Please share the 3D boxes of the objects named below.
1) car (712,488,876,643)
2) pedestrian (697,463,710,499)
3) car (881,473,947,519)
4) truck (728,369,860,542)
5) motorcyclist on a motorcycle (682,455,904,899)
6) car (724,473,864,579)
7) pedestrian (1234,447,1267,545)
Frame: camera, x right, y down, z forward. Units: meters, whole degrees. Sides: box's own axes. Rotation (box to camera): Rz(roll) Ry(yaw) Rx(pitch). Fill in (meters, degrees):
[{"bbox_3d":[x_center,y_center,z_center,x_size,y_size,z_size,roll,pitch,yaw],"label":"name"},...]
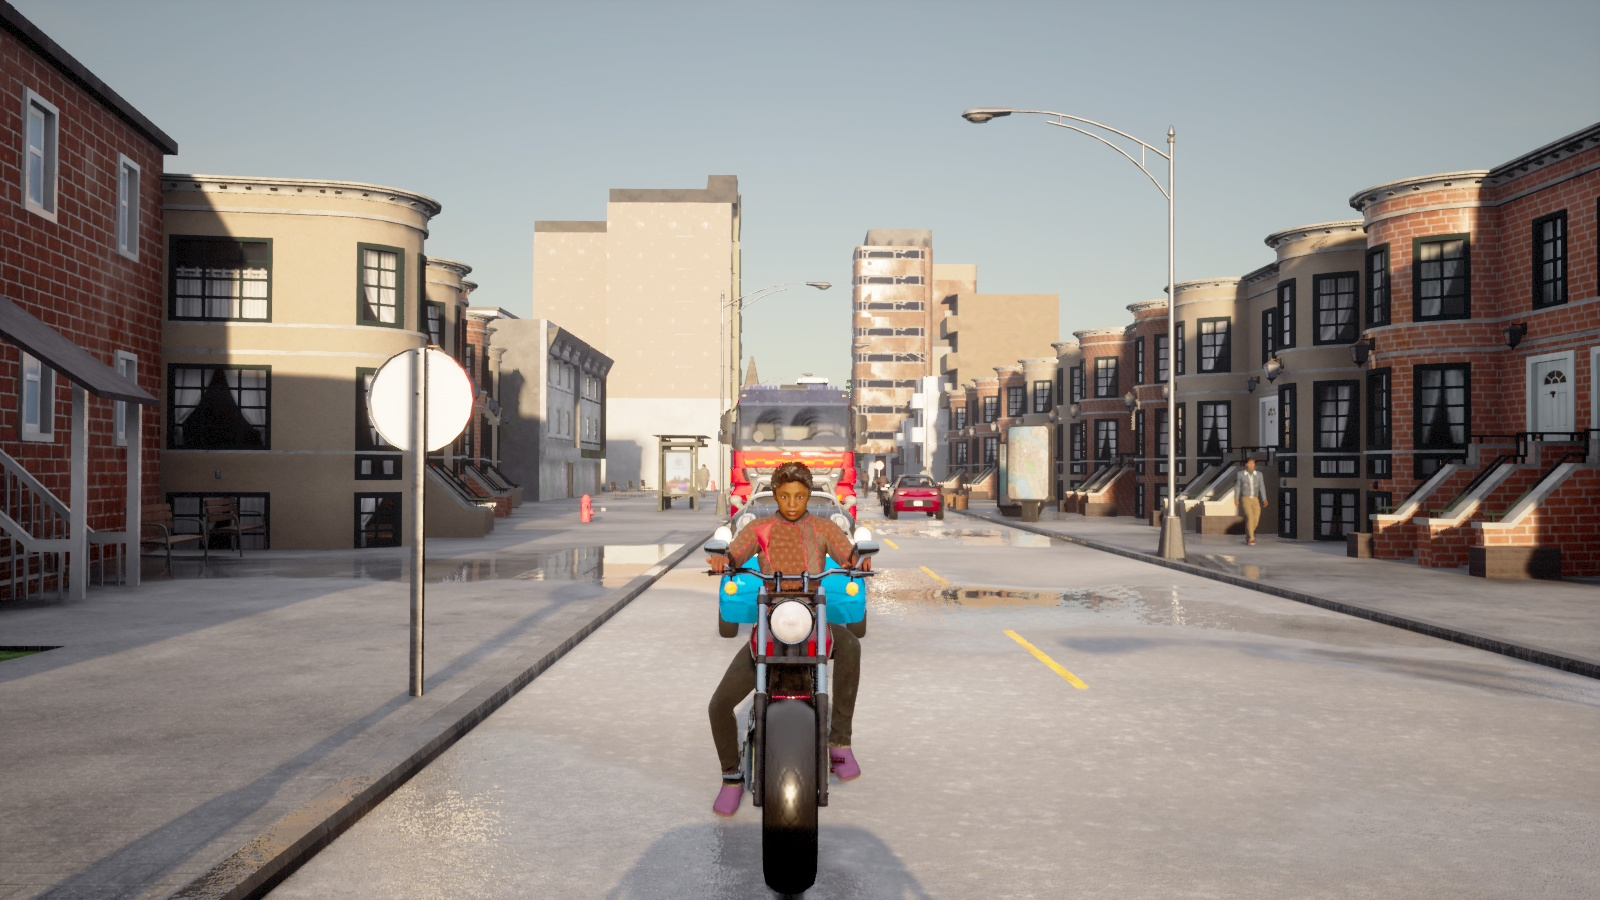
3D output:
[{"bbox_3d":[-0.062,1.078,12.451,1.481,1.376,2.207,0,-1,0],"label":"car"},{"bbox_3d":[-5.222,1.686,68.120,0.659,1.952,0.873,0,-1,0],"label":"pedestrian"},{"bbox_3d":[3.802,1.525,42.524,1.816,1.474,4.193,0,-1,0],"label":"car"},{"bbox_3d":[-0.156,0.186,31.991,2.891,3.827,8.468,0,-1,0],"label":"truck"},{"bbox_3d":[-0.031,0.858,5.541,0.766,1.649,2.350,0,-1,0],"label":"motorcyclist on a motorcycle"},{"bbox_3d":[-0.096,1.109,19.632,1.970,1.475,3.806,0,-1,0],"label":"car"},{"bbox_3d":[9.088,0.913,25.354,0.423,1.949,0.788,0,-1,5],"label":"pedestrian"}]
